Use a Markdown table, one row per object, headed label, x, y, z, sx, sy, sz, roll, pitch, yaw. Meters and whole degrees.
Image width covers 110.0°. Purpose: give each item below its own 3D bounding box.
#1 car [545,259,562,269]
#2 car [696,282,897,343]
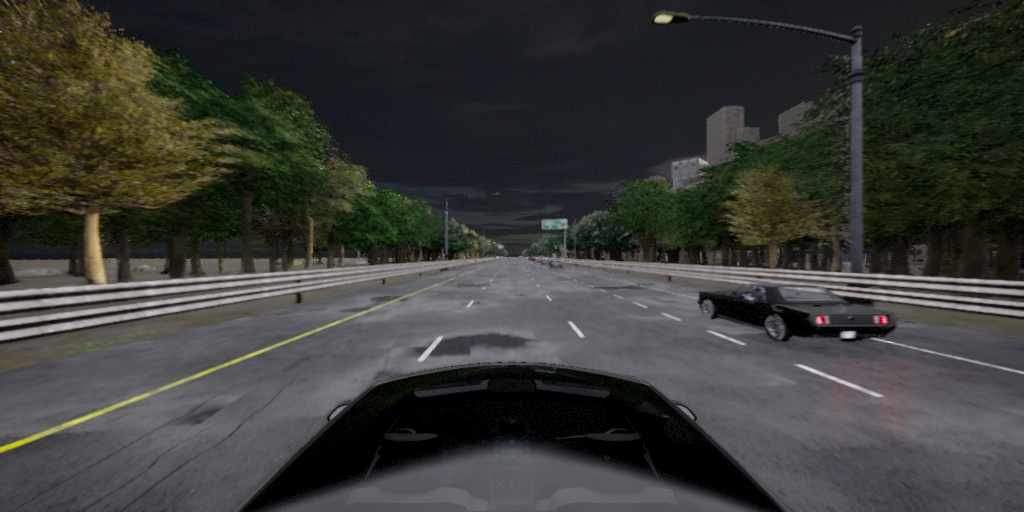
| label | x | y | z | sx | sy | sz | roll | pitch | yaw |
| --- | --- | --- | --- | --- | --- | --- | --- | --- | --- |
| car | 7.159 | 1.291 | 59.577 | 2.128 | 1.511 | 4.902 | 0 | 0 | 0 |
| car | 6.999 | 1.358 | 9.683 | 1.895 | 1.301 | 4.718 | 0 | 0 | 0 |
